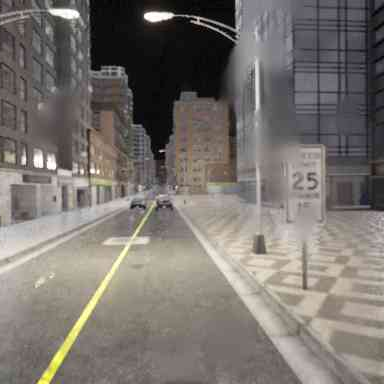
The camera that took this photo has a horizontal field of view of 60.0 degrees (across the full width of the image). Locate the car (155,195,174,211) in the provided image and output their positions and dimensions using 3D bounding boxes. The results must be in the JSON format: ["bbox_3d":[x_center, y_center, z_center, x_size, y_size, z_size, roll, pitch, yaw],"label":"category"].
[{"bbox_3d":[-3.084,1.279,37.041,1.837,1.490,4.892,-1,1,-5],"label":"car"}]

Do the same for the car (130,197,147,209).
[{"bbox_3d":[-6.477,1.325,40.797,2.033,1.411,5.357,-1,1,-5],"label":"car"}]

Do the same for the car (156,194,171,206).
[{"bbox_3d":[-4.106,1.157,48.214,2.128,1.511,4.902,-1,1,-5],"label":"car"}]
